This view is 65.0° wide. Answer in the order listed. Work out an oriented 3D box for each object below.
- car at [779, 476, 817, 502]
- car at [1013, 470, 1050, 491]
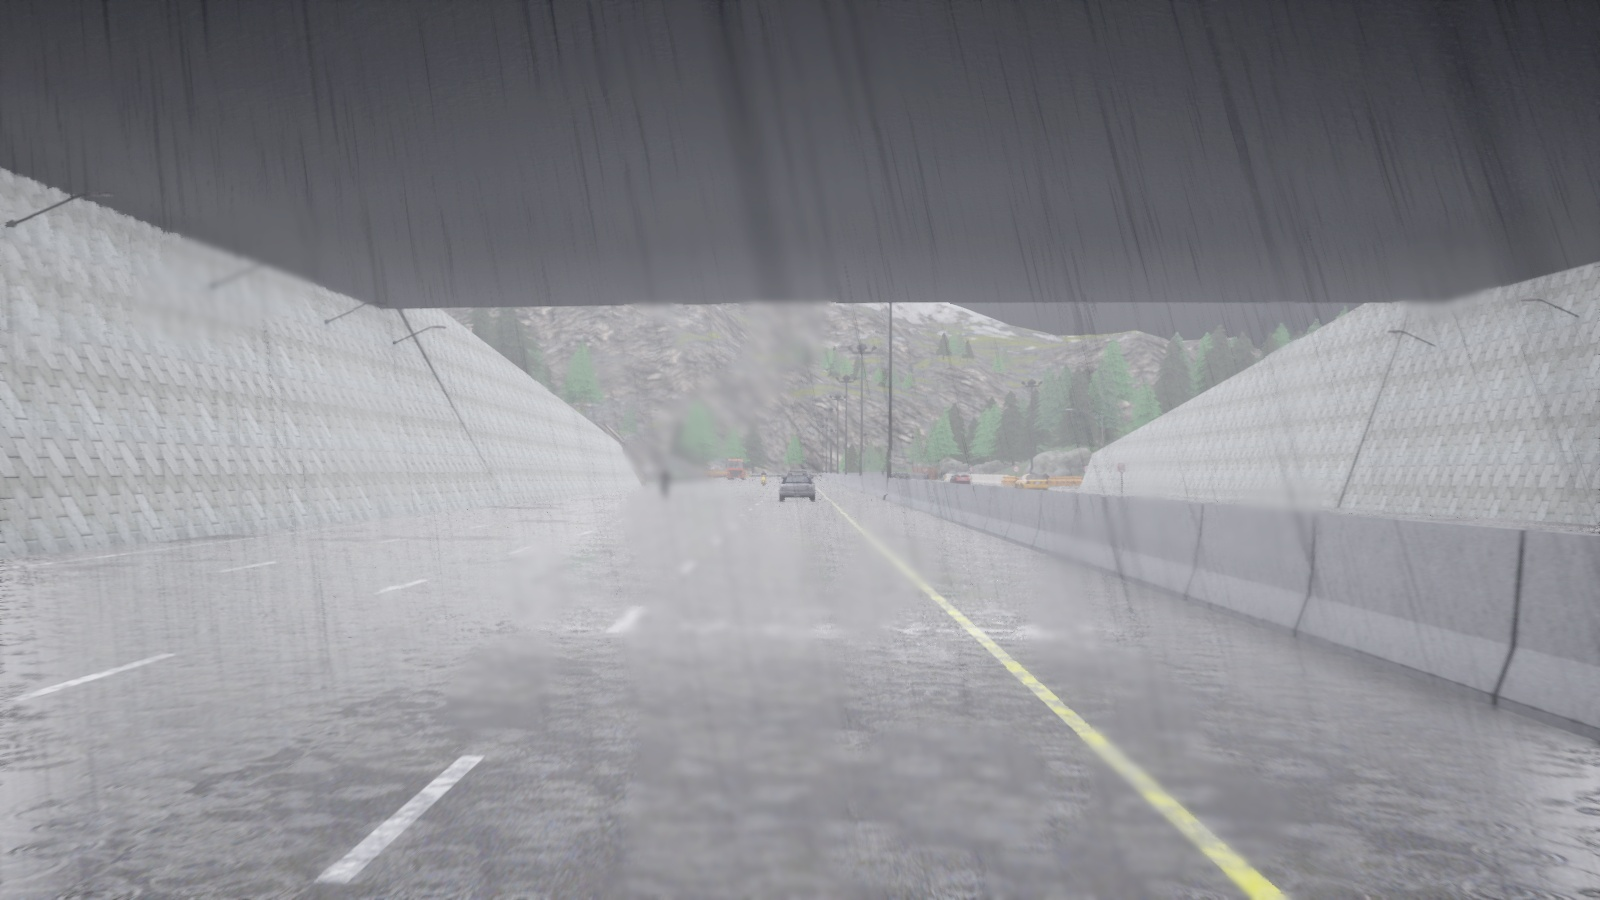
[{"bbox_3d":[-0.127,2.005,65.080,1.895,1.301,4.718,0,-1,0],"label":"car"},{"bbox_3d":[17.335,2.261,94.162,1.801,1.575,5.366,0,-1,0],"label":"car"}]
